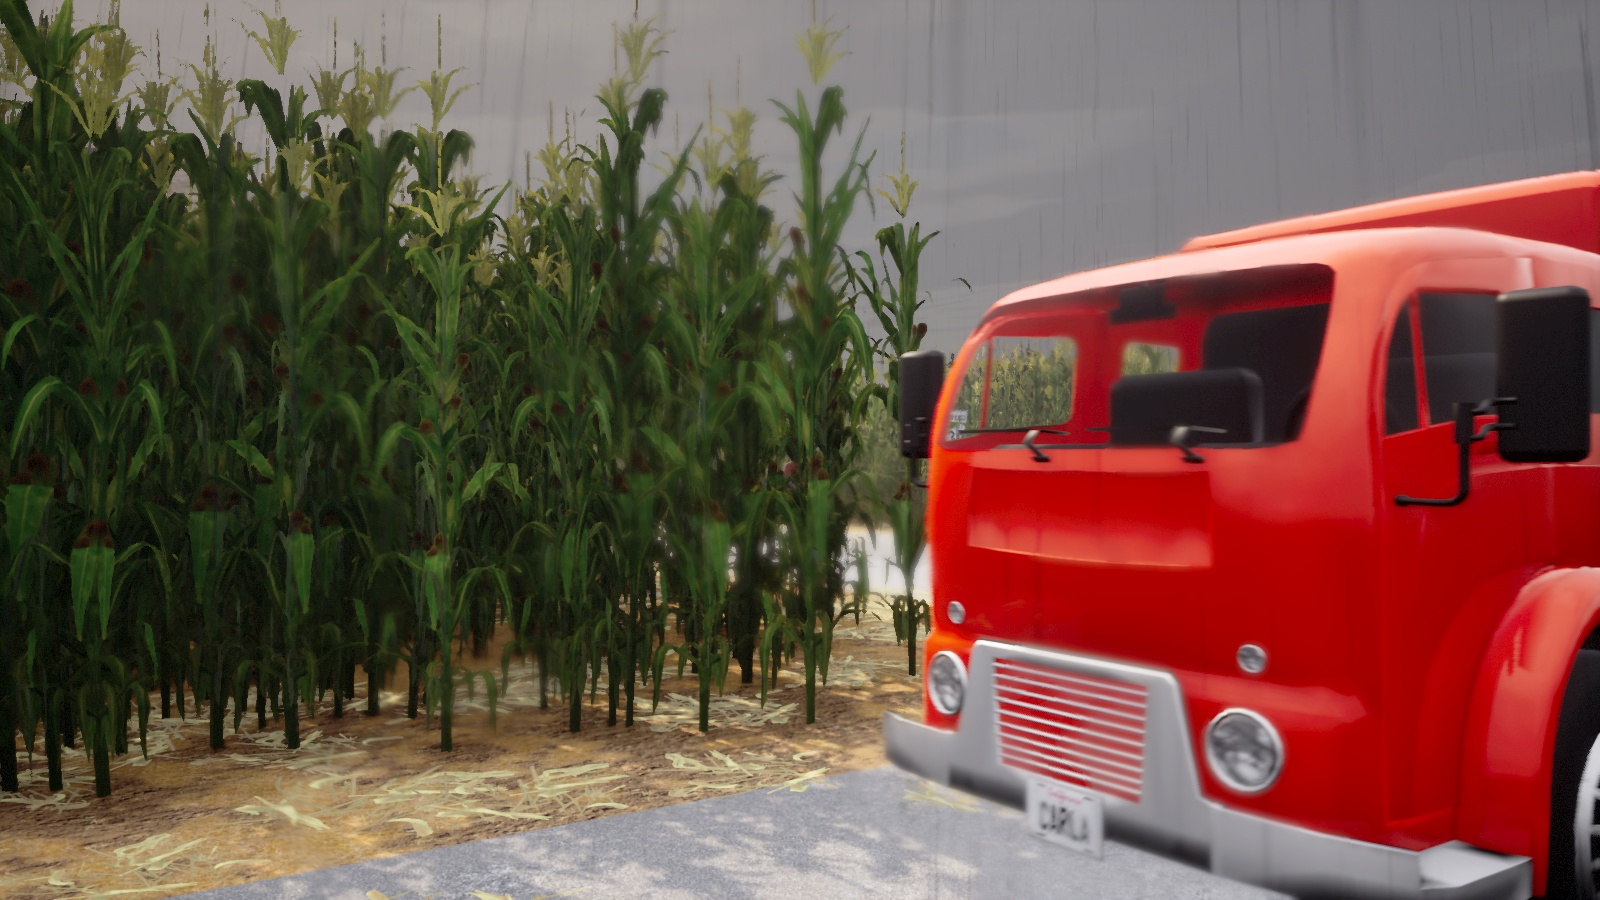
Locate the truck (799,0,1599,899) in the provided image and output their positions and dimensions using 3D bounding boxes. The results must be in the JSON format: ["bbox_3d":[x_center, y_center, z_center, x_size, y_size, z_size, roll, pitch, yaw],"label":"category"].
[{"bbox_3d":[2.886,0.254,5.178,5.204,2.467,2.627,0,0,-35],"label":"truck"}]
